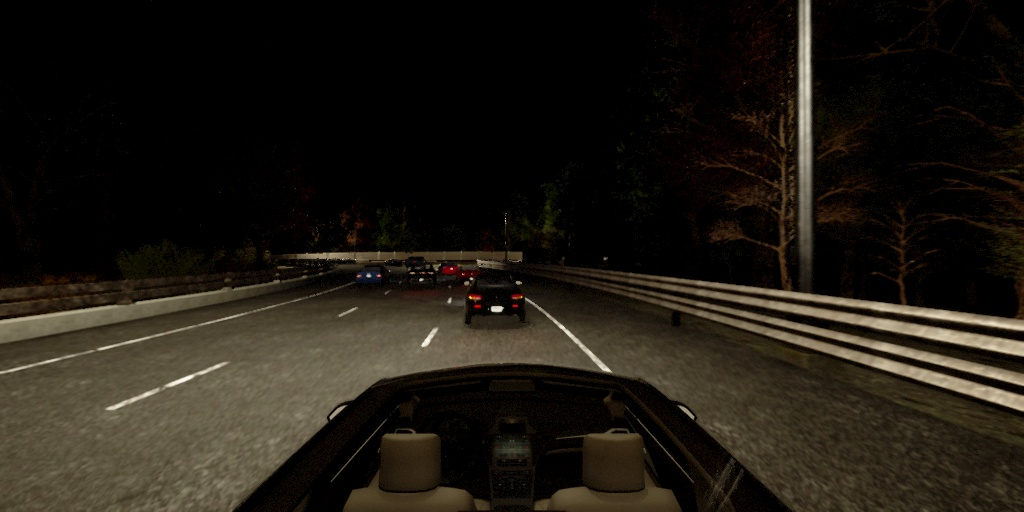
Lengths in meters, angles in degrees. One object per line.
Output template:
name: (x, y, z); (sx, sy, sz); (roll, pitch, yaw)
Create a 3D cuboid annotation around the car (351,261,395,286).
car: (-9.874, 1.338, 25.719); (2.033, 1.411, 5.357); (0, 0, -13)

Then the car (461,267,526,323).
car: (-0.627, 1.281, 12.077); (1.812, 1.442, 4.674); (0, 0, -5)

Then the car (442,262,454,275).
car: (-7.180, 1.351, 40.373); (1.994, 1.385, 4.181); (0, 0, -20)

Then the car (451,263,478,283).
car: (-3.457, 1.372, 28.342); (1.895, 1.301, 4.718); (0, 0, -14)

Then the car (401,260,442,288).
car: (-6.086, 1.270, 24.520); (2.128, 1.511, 4.902); (0, 0, -12)

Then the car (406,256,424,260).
car: (-15.875, 1.044, 58.572); (2.150, 2.045, 5.566); (0, 0, -30)
